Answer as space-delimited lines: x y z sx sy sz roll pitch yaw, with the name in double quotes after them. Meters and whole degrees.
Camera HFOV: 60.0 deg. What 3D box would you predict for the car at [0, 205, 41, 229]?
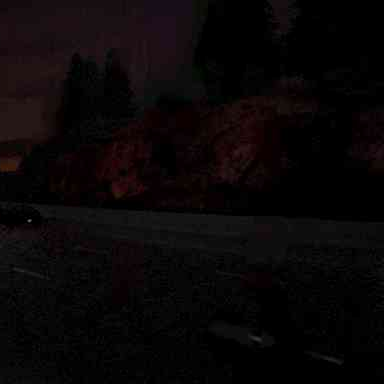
-12.197 1.658 23.098 4.902 1.511 2.128 0 -1 44 "car"
